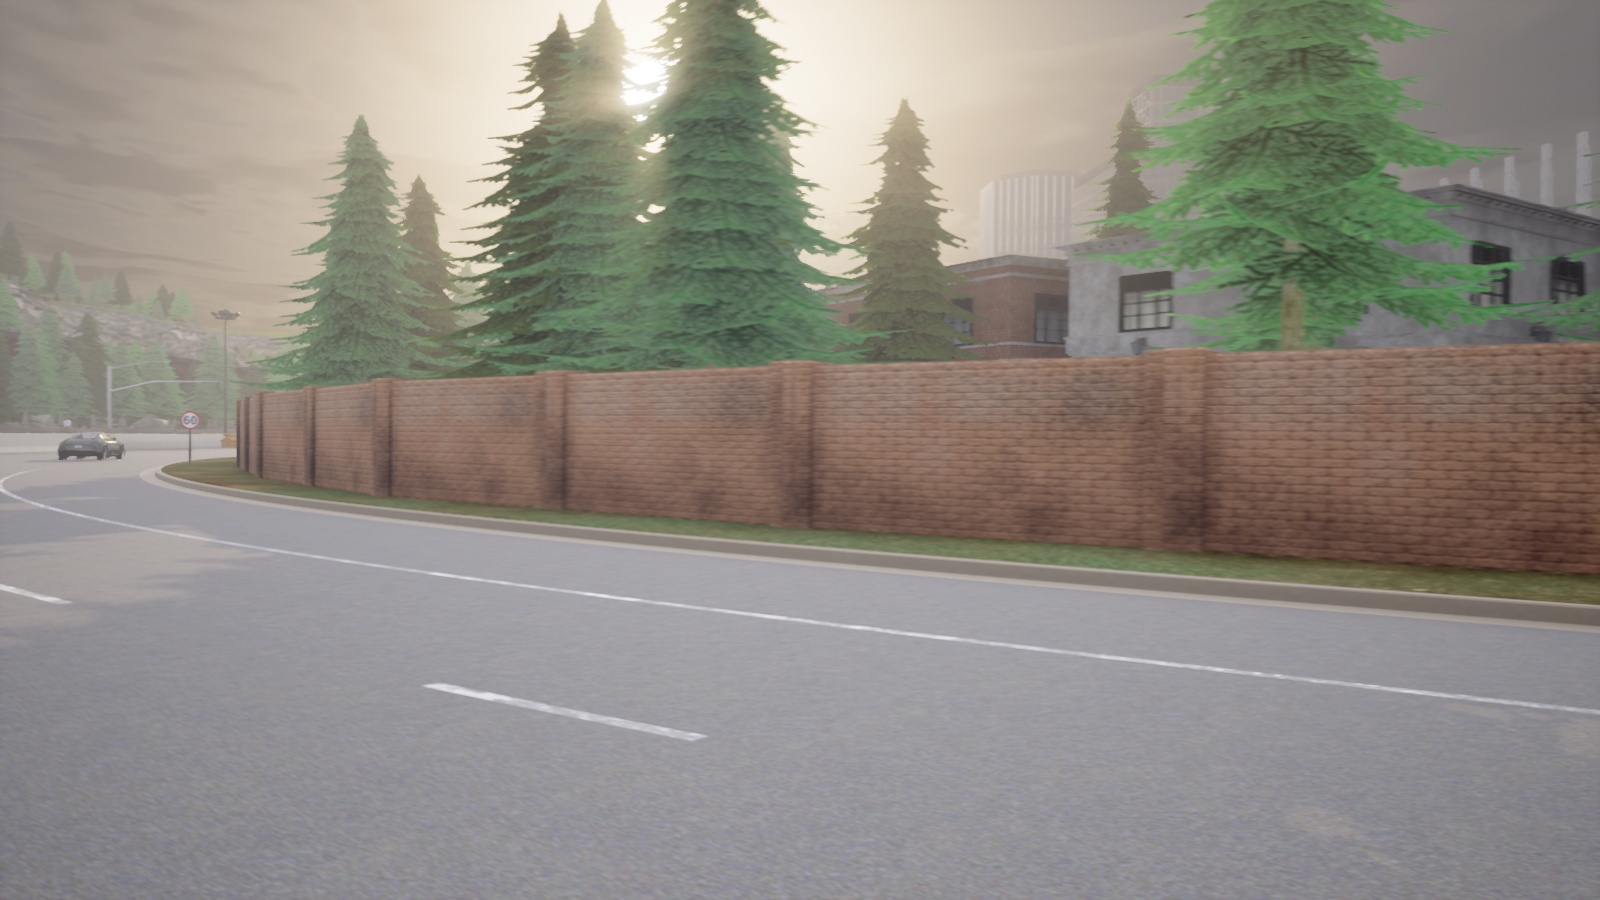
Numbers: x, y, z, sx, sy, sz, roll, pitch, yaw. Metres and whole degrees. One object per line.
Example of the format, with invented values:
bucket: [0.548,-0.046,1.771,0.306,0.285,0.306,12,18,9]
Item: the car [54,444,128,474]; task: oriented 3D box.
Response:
car: [-34.217,0.413,60.696,1.994,1.385,4.181,-1,1,-13]
